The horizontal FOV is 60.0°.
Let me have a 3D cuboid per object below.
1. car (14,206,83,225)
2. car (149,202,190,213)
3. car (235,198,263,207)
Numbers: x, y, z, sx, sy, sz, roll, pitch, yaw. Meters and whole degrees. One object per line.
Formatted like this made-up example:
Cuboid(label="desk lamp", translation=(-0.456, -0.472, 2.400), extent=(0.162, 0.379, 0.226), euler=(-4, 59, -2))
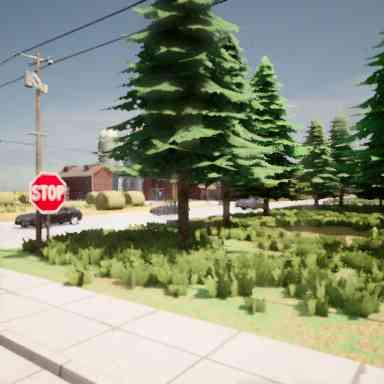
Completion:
Cuboid(label="car", translation=(-10.297, 1.753, 24.211), extent=(1.837, 1.490, 4.892), euler=(-1, 0, 33))
Cuboid(label="car", translation=(-2.353, 1.804, 36.313), extent=(2.033, 1.411, 5.357), euler=(-1, 0, 33))
Cuboid(label="car", translation=(8.421, 1.778, 46.089), extent=(2.033, 1.411, 5.357), euler=(-1, 0, 34))
